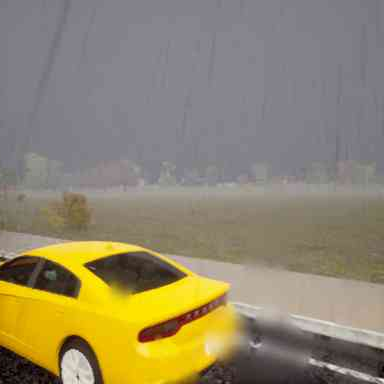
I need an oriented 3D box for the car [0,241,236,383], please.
[{"bbox_3d":[-1.791,1.488,5.006,5.008,1.535,1.882,0,0,36],"label":"car"}]
